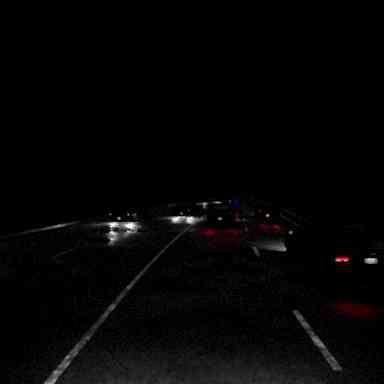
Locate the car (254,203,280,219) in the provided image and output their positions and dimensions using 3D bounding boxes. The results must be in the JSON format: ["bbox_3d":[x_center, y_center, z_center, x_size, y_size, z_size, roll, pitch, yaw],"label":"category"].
[{"bbox_3d":[6.377,1.563,28.746,1.895,1.301,4.718,0,0,9],"label":"car"}]

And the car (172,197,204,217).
[{"bbox_3d":[-0.498,1.482,31.466,2.033,1.411,5.357,0,0,9],"label":"car"}]

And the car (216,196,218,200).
[{"bbox_3d":[6.254,1.389,71.744,2.033,1.411,5.357,0,0,9],"label":"car"}]

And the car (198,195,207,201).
[{"bbox_3d":[1.917,1.367,67.014,1.837,1.490,4.892,0,1,10],"label":"car"}]

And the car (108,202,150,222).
[{"bbox_3d":[-4.818,1.480,26.246,2.033,1.411,5.357,0,0,8],"label":"car"}]

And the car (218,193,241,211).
[{"bbox_3d":[4.757,1.156,40.728,2.150,2.045,5.566,0,0,9],"label":"car"}]

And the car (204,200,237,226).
[{"bbox_3d":[2.028,1.486,23.018,1.812,1.442,4.674,0,0,7],"label":"car"}]

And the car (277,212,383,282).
[{"bbox_3d":[4.079,1.539,9.719,2.033,1.411,5.357,0,0,4],"label":"car"}]
